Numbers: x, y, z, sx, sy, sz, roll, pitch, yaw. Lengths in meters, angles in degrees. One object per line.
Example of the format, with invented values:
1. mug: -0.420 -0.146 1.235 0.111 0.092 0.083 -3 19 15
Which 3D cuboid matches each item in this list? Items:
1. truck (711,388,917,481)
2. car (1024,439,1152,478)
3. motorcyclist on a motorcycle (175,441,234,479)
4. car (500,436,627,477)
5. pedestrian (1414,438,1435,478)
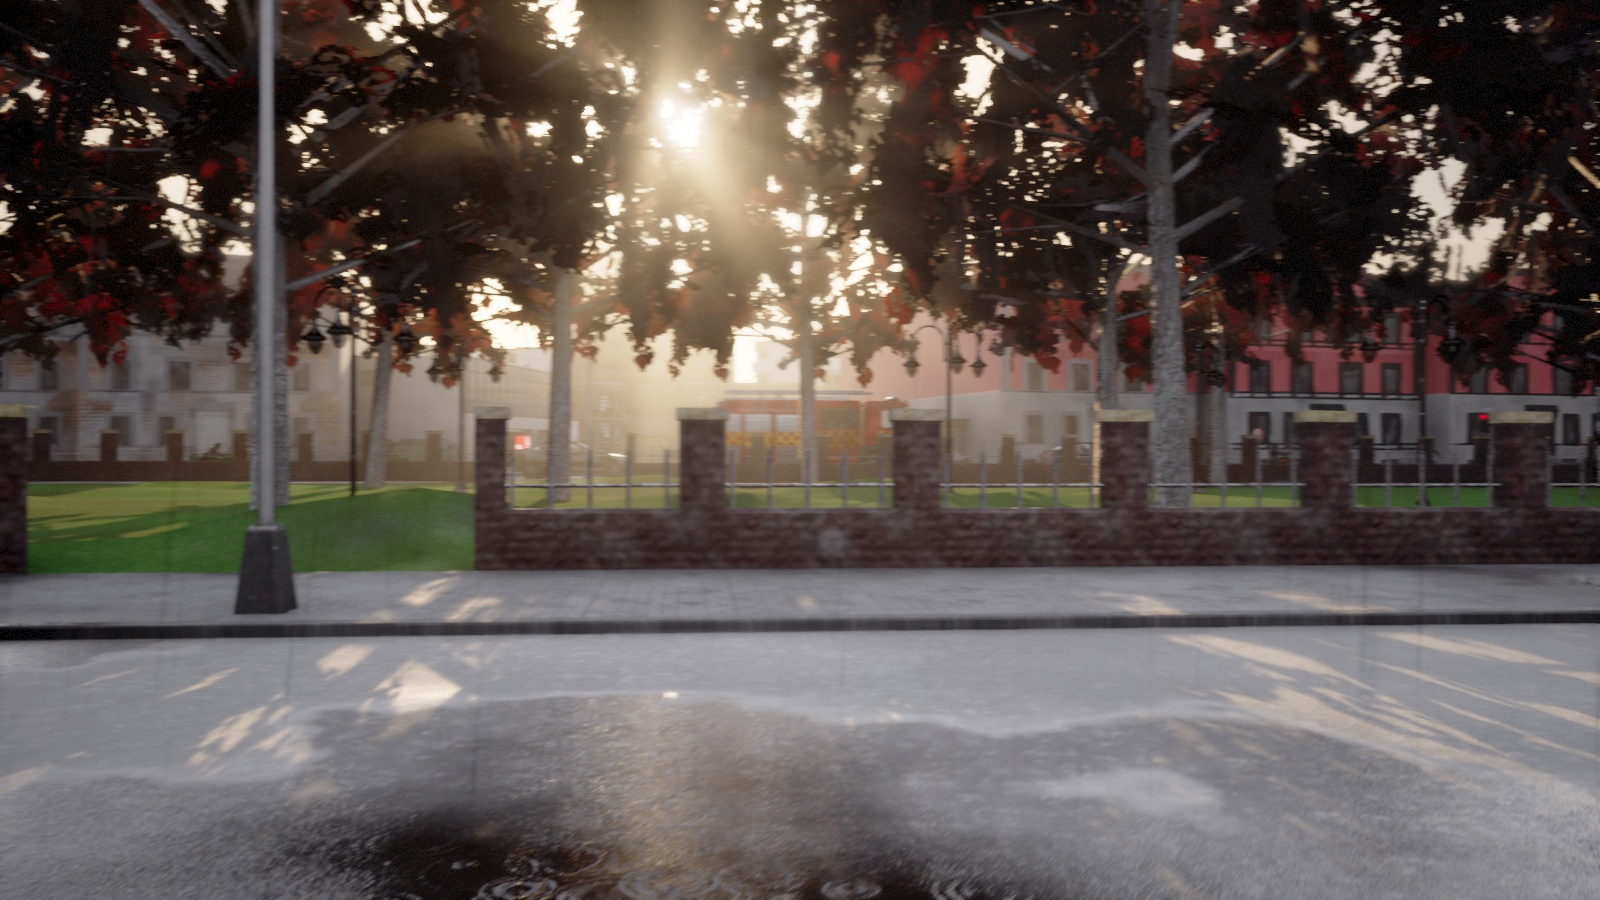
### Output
1. truck: 0.510 -0.639 53.476 8.468 3.827 2.891 0 0 -5
2. car: 12.489 0.351 54.617 5.027 1.651 2.152 0 0 -5
3. motorcyclist on a motorcycle: -24.236 0.412 51.124 2.044 1.523 0.797 0 0 -6
4. car: -9.835 0.264 52.500 5.027 1.651 2.152 0 0 -5
5. pedestrian: 30.564 0.377 61.478 0.423 1.949 0.788 0 0 -39
